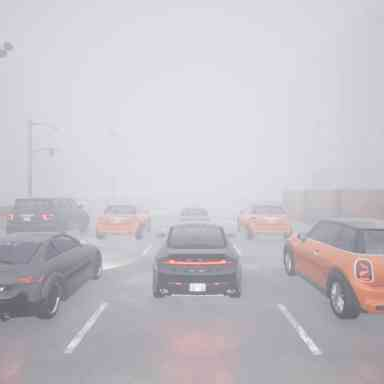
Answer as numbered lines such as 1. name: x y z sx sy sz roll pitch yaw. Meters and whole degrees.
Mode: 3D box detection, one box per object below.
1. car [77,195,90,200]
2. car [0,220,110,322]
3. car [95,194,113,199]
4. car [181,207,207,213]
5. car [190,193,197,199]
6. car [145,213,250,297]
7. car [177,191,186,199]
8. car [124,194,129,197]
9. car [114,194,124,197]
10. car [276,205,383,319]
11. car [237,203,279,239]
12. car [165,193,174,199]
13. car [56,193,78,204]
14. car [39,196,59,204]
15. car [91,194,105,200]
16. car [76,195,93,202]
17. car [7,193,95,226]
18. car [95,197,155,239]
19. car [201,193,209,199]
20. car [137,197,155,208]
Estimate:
1. car: -27.739 1.410 85.104 1.895 1.301 4.718 0 1 1
2. car: -3.396 1.564 7.350 1.994 1.385 4.181 0 0 0
3. car: -17.416 1.463 65.046 1.837 1.490 4.892 0 0 0
4. car: 0.117 1.547 18.625 2.033 1.411 5.357 0 0 0
5. car: 0.338 1.170 93.610 1.882 1.535 5.008 0 1 1
6. car: 0.105 1.505 8.533 1.837 1.490 4.892 0 0 0
7. car: -3.162 1.192 93.644 1.837 1.490 4.892 0 1 1
8. car: -17.240 1.339 85.045 1.812 1.442 4.674 0 1 1
9. car: -17.332 1.393 74.755 1.882 1.535 5.008 0 0 1
10. car: 3.604 1.352 7.517 2.097 1.767 4.553 0 0 0
11. car: 3.609 1.352 17.271 2.097 1.767 4.553 0 0 0
12. car: -6.661 1.192 93.673 1.837 1.490 4.892 0 1 1
13. car: -24.414 1.198 65.321 2.150 2.045 5.566 0 0 0
14. car: -27.916 1.569 65.081 1.895 1.301 4.718 0 0 0
15. car: -24.234 1.332 85.740 2.128 1.511 4.902 0 1 1
16. car: -24.326 1.435 75.437 2.128 1.511 4.902 0 0 1
17. car: -6.892 1.223 16.586 2.150 2.045 5.566 0 0 0
18. car: -3.391 1.352 17.318 2.097 1.767 4.553 0 0 0
19. car: 3.842 1.242 93.991 1.994 1.385 4.181 0 1 1
20. car: -6.922 1.563 50.640 1.994 1.385 4.181 0 0 3
